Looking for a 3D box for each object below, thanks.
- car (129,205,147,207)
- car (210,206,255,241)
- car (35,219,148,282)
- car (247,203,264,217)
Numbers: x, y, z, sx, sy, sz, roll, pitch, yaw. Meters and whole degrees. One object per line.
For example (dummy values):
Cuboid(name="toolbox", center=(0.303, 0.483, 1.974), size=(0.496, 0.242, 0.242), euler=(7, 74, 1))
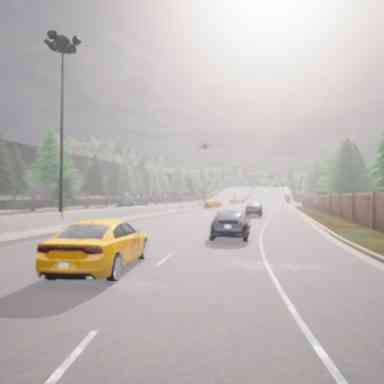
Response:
Cuboid(name="car", center=(-6.461, 1.958, 42.112), size=(2.033, 1.411, 5.357), euler=(0, -1, 15))
Cuboid(name="car", center=(2.178, 1.725, 18.245), size=(2.163, 1.488, 4.792), euler=(0, -1, 12))
Cuboid(name="car", center=(-2.705, 1.567, 10.134), size=(1.882, 1.535, 5.008), euler=(0, 0, 6))
Cuboid(name="car", center=(7.136, 1.977, 38.287), size=(2.128, 1.511, 4.902), euler=(0, -1, 14))
